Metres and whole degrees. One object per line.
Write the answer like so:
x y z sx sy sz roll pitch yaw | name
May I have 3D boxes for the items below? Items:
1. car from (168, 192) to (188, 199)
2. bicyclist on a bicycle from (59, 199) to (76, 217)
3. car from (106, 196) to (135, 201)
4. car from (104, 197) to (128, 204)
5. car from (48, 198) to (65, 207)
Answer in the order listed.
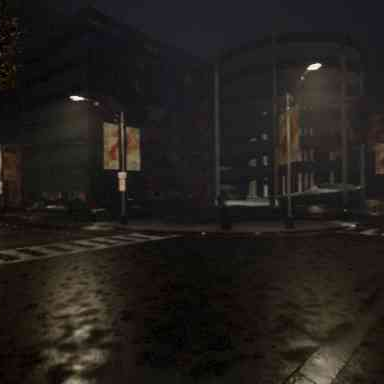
-3.164 0.967 77.996 5.566 2.045 2.435 -1 0 40 | car
-11.438 1.428 30.550 0.582 1.620 1.656 -1 0 40 | bicyclist on a bicycle
-10.315 1.403 50.016 4.674 1.452 2.002 -1 0 40 | car
-14.472 1.590 63.339 4.718 1.301 1.895 -1 0 40 | car
-22.284 1.668 54.753 4.786 1.482 2.161 -1 0 40 | car
